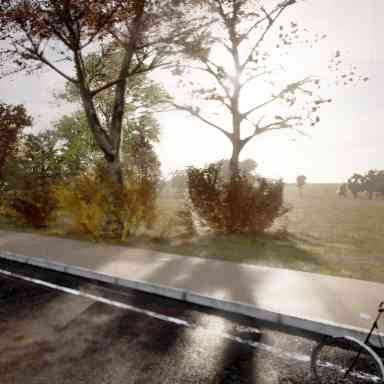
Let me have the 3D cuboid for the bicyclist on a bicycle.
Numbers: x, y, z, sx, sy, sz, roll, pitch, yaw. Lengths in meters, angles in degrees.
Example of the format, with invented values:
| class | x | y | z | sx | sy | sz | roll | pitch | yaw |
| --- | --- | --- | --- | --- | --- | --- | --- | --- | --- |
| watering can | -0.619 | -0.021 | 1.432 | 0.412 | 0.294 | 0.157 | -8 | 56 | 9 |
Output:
| class | x | y | z | sx | sy | sz | roll | pitch | yaw |
| --- | --- | --- | --- | --- | --- | --- | --- | --- | --- |
| bicyclist on a bicycle | 2.067 | 1.369 | 3.161 | 1.843 | 1.776 | 0.659 | 1 | 0 | 35 |
